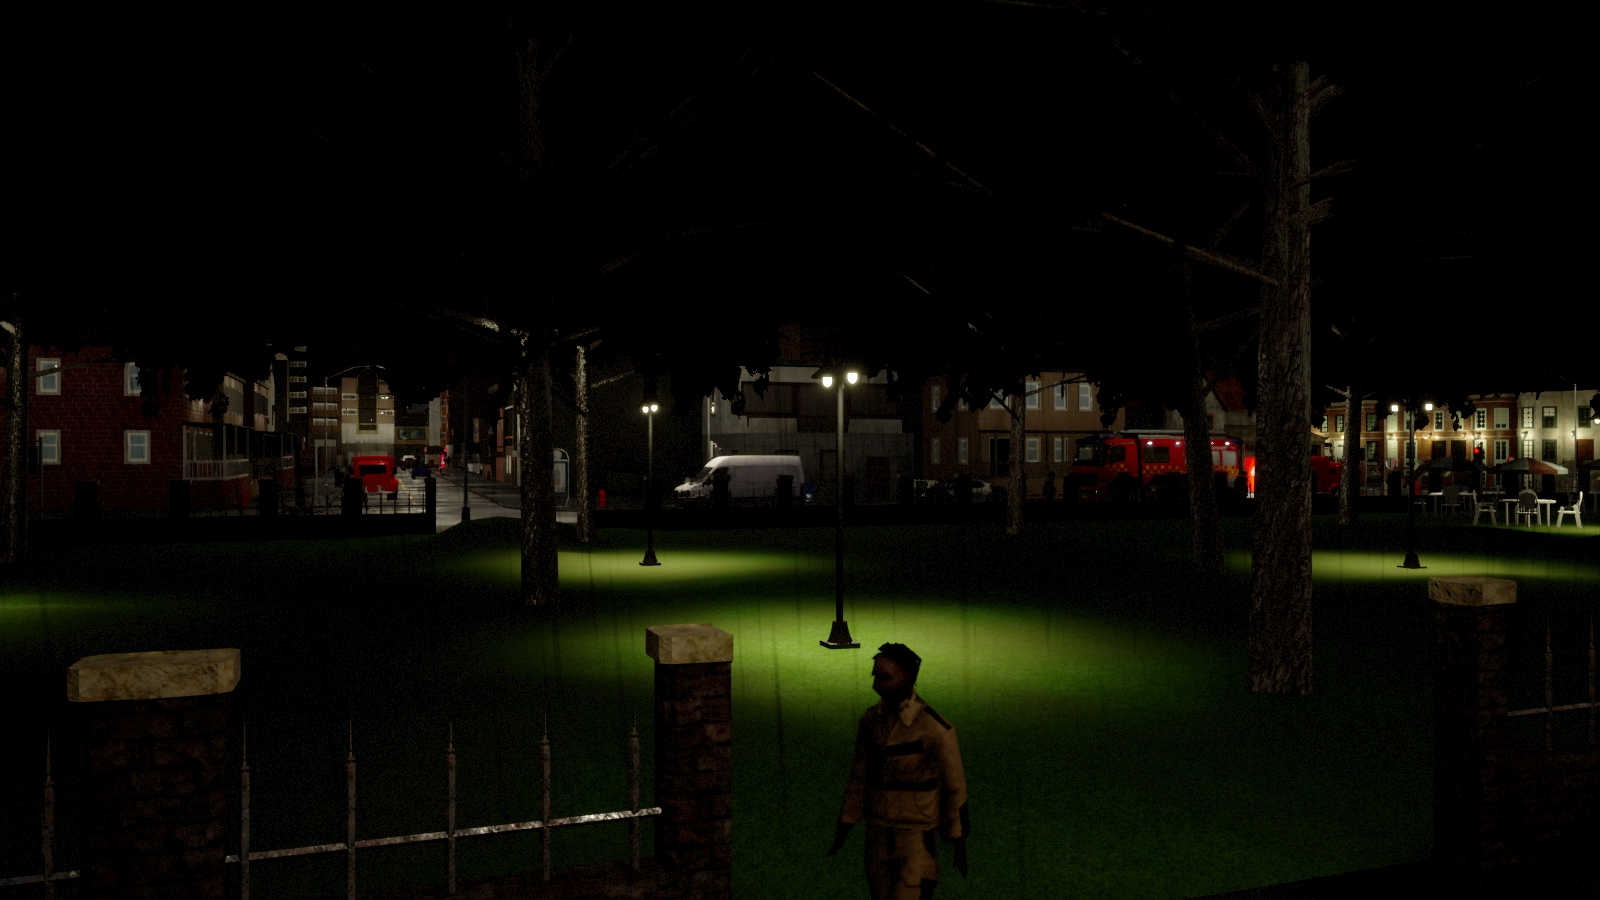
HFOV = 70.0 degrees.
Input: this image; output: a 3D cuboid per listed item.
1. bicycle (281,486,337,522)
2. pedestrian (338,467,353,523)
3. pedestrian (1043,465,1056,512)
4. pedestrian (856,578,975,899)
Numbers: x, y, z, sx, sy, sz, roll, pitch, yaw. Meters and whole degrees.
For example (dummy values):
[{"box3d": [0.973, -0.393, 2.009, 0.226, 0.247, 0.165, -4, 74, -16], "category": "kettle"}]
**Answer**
[{"box3d": [-17.740, 1.940, 41.302, 1.835, 1.271, 0.329, 0, 0, -20], "category": "bicycle"}, {"box3d": [-15.442, 1.525, 38.814, 0.375, 1.860, 0.375, 0, 0, 3], "category": "pedestrian"}, {"box3d": [10.008, 1.525, 45.772, 0.375, 1.860, 0.375, 0, 0, -19], "category": "pedestrian"}, {"box3d": [0.514, 1.525, 5.058, 0.375, 1.860, 0.375, 0, 0, 42], "category": "pedestrian"}]
